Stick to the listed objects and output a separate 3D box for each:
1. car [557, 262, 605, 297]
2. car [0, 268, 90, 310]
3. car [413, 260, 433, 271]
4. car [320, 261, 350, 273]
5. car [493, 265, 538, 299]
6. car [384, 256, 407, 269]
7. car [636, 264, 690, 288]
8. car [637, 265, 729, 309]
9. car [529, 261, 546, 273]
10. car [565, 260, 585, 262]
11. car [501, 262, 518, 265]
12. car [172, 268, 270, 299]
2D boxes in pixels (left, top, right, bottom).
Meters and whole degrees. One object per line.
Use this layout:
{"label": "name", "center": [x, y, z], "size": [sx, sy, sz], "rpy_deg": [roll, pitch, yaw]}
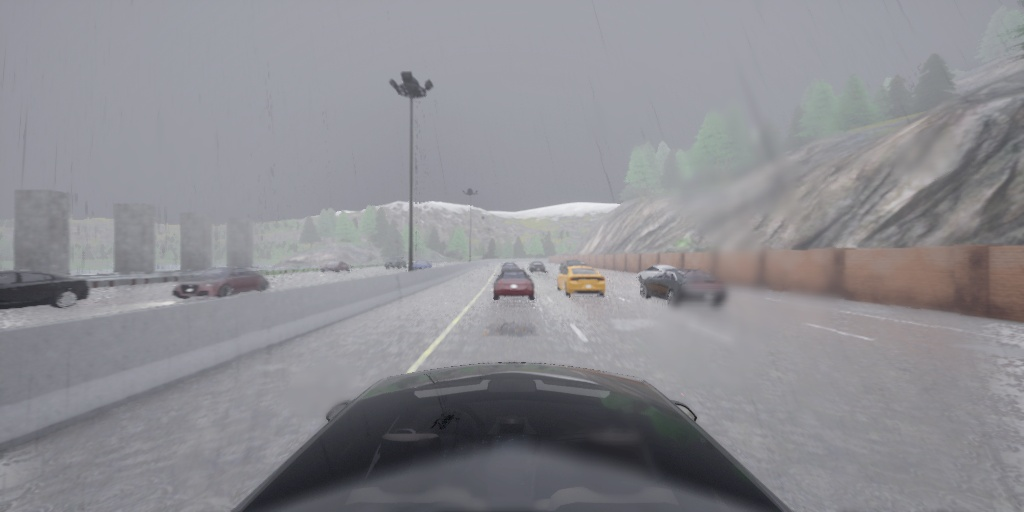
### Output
{"label": "car", "center": [3.589, 1.276, 19.296], "size": [1.882, 1.535, 5.008], "rpy_deg": [0, 0, 0]}
{"label": "car", "center": [-17.594, 1.199, 11.978], "size": [1.882, 1.535, 5.008], "rpy_deg": [0, 0, 0]}
{"label": "car", "center": [-11.007, 1.287, 44.170], "size": [1.882, 1.535, 5.008], "rpy_deg": [0, 0, -1]}
{"label": "car", "center": [-21.497, 1.305, 43.802], "size": [1.812, 1.442, 4.674], "rpy_deg": [0, 0, -1]}
{"label": "car", "center": [0.082, 1.351, 18.365], "size": [1.994, 1.385, 4.181], "rpy_deg": [0, 0, 0]}
{"label": "car", "center": [-18.253, 1.056, 56.500], "size": [2.150, 2.045, 5.566], "rpy_deg": [0, 0, -1]}
{"label": "car", "center": [10.544, 1.357, 25.496], "size": [1.812, 1.442, 4.674], "rpy_deg": [0, 0, -1]}
{"label": "car", "center": [7.098, 1.292, 15.292], "size": [2.128, 1.511, 4.902], "rpy_deg": [0, 0, 0]}
{"label": "car", "center": [3.142, 1.379, 45.408], "size": [1.812, 1.442, 4.674], "rpy_deg": [0, 0, -1]}
{"label": "car", "center": [6.738, 1.206, 40.998], "size": [2.097, 1.767, 4.553], "rpy_deg": [0, 0, -1]}
{"label": "car", "center": [-0.265, 1.398, 41.004], "size": [1.994, 1.385, 4.181], "rpy_deg": [0, 0, -2]}
{"label": "car", "center": [-14.098, 1.308, 17.679], "size": [1.994, 1.385, 4.181], "rpy_deg": [0, 0, 0]}
